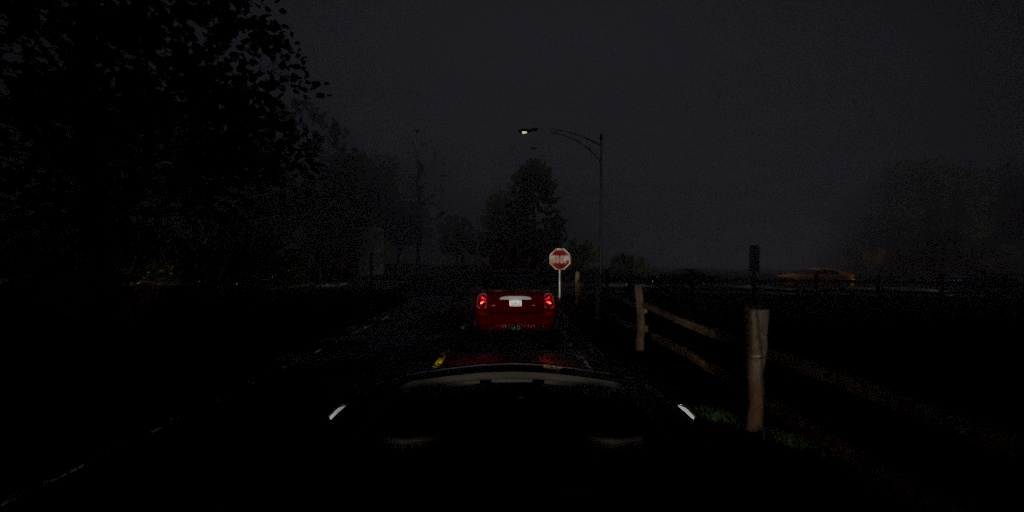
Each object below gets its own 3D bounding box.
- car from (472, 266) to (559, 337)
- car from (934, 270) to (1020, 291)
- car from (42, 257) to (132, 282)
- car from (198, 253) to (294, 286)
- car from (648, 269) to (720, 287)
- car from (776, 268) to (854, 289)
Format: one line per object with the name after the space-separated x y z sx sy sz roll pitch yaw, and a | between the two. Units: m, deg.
0.086 1.132 10.510 2.097 1.767 4.553 0 0 0 | car
34.793 1.820 26.935 4.902 1.511 2.128 1 1 0 | car
-27.963 0.832 23.804 4.553 1.767 2.097 1 1 0 | car
-17.878 0.839 23.857 5.566 2.045 2.150 1 1 0 | car
12.770 1.614 26.929 4.718 1.301 1.895 1 1 0 | car
22.666 1.632 26.934 5.008 1.535 1.882 0 1 0 | car
